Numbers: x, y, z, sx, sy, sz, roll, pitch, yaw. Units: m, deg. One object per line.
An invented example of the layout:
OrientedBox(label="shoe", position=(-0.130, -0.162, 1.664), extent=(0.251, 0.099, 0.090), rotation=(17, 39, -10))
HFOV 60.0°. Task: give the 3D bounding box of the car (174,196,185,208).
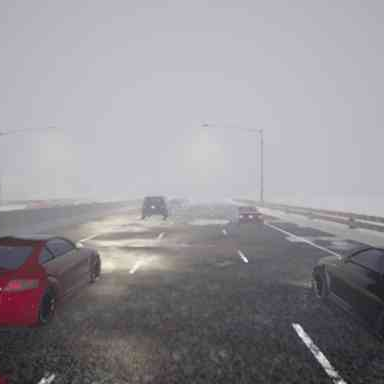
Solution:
OrientedBox(label="car", position=(-2.621, 1.737, 53.929), extent=(1.837, 1.490, 4.892), rotation=(0, 0, 2))

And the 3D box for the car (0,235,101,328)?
OrientedBox(label="car", position=(-3.373, 1.588, 7.058), extent=(1.994, 1.385, 4.181), rotation=(0, 0, 0))

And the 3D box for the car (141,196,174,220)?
OrientedBox(label="car", position=(-3.120, 1.332, 29.646), extent=(2.150, 2.045, 5.566), rotation=(0, 0, 1))

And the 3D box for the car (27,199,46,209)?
OrientedBox(label="car", position=(-20.460, 1.702, 44.981), extent=(1.812, 1.442, 4.674), rotation=(0, 0, 2))

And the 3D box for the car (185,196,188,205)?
OrientedBox(label="car", position=(-2.236, 1.820, 64.889), extent=(1.812, 1.442, 4.674), rotation=(0, 0, 2))

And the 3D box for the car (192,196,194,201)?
OrientedBox(label="car", position=(-1.256, 2.032, 86.832), extent=(1.895, 1.301, 4.718), rotation=(0, 0, 3))

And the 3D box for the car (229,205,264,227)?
OrientedBox(label="car", position=(3.782, 1.634, 23.649), extent=(2.033, 1.411, 5.357), rotation=(0, 0, 1))

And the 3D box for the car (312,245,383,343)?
OrientedBox(label="car", position=(3.621, 1.584, 5.664), extent=(1.994, 1.385, 4.181), rotation=(0, 0, 0))

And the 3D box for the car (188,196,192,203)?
OrientedBox(label="car", position=(-1.781, 1.790, 75.849), extent=(2.033, 1.649, 4.856), rotation=(0, 0, 3))

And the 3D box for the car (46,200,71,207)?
OrientedBox(label="car", position=(-16.984, 1.738, 44.004), extent=(1.994, 1.385, 4.181), rotation=(0, 0, 2))

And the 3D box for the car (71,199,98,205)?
OrientedBox(label="car", position=(-13.500, 1.663, 43.482), extent=(2.128, 1.511, 4.902), rotation=(0, 0, 2))
